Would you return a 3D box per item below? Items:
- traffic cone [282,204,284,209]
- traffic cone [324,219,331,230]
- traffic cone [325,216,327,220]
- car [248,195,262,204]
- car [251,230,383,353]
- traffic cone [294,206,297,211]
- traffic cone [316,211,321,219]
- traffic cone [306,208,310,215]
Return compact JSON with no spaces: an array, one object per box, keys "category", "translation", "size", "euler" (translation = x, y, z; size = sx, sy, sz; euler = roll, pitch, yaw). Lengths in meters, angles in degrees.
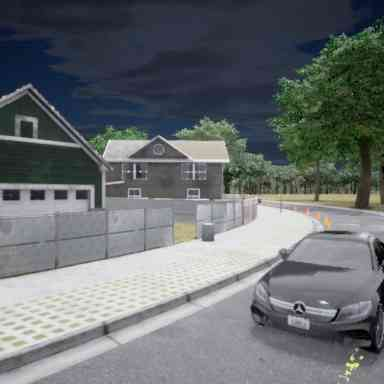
[{"category":"traffic cone","translation":[11.275,1.810,41.378],"size":[0.340,0.580,0.340],"euler":[0,0,-4]},{"category":"traffic cone","translation":[7.471,1.926,18.078],"size":[0.340,0.580,0.340],"euler":[0,0,23]},{"category":"traffic cone","translation":[9.109,1.908,22.551],"size":[0.340,0.580,0.340],"euler":[0,0,17]},{"category":"car","translation":[10.828,1.273,58.842],"size":[1.837,1.490,4.892],"euler":[0,0,-10]},{"category":"car","translation":[2.831,1.524,6.434],"size":[1.812,1.442,4.674],"euler":[0,0,36]},{"category":"traffic cone","translation":[11.405,1.836,36.616],"size":[0.340,0.580,0.340],"euler":[0,0,1]},{"category":"traffic cone","translation":[10.317,1.885,27.158],"size":[0.340,0.580,0.340],"euler":[0,0,12]},{"category":"traffic cone","translation":[11.084,1.861,31.862],"size":[0.340,0.580,0.340],"euler":[0,0,7]}]
